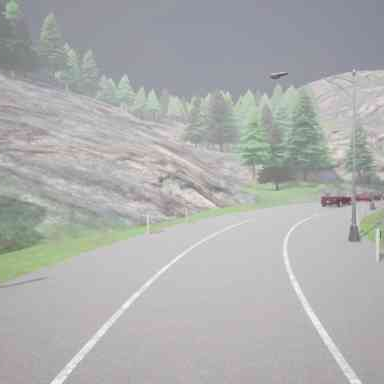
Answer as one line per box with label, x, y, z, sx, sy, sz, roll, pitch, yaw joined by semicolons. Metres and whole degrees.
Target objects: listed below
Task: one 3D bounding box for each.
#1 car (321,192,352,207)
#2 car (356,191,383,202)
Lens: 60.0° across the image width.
car;15.915;0.784;36.542;1.882;1.535;5.008;0;2;44
car;23.173;0.503;43.309;4.181;1.385;1.994;-3;2;-36
